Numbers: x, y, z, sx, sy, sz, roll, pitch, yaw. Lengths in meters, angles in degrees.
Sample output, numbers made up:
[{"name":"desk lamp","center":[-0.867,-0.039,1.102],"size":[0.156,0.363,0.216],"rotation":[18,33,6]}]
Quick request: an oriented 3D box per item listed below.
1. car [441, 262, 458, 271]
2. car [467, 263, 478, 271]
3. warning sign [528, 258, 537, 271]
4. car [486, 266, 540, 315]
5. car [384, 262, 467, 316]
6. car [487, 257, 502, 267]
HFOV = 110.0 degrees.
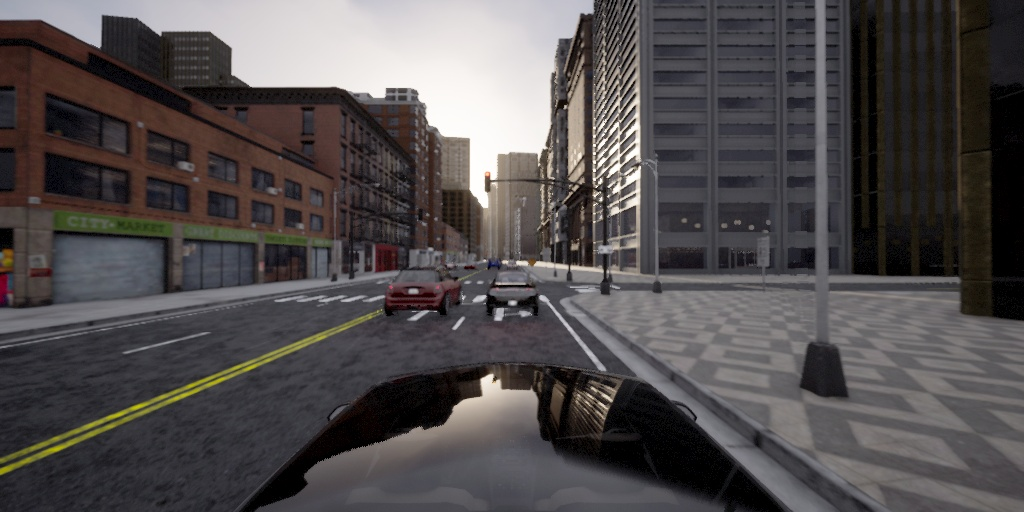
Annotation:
[{"name":"car","center":[-9.810,1.655,56.737],"size":[1.994,1.385,4.181],"rotation":[0,0,0]},{"name":"car","center":[-6.555,1.696,57.305],"size":[1.895,1.301,4.718],"rotation":[0,0,0]},{"name":"warning sign","center":[2.854,1.172,50.462],"size":[1.300,1.860,1.060],"rotation":[0,0,0]},{"name":"car","center":[0.040,1.323,13.974],"size":[2.128,1.511,4.902],"rotation":[0,0,0]},{"name":"car","center":[-3.212,1.183,13.865],"size":[2.097,1.767,4.553],"rotation":[0,0,0]},{"name":"car","center":[-3.217,1.356,64.947],"size":[2.150,2.045,5.566],"rotation":[0,-1,1]}]
